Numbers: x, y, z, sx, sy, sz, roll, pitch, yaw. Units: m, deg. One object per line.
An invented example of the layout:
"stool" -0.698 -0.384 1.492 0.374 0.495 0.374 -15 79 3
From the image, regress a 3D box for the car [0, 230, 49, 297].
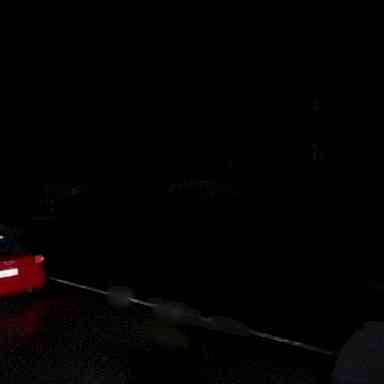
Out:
"car" -5.206 1.564 7.754 4.181 1.385 1.994 0 0 37

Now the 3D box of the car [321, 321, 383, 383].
"car" 3.167 1.601 1.721 4.718 1.301 1.895 0 0 36

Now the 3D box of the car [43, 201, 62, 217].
"car" -11.197 1.465 30.607 1.837 1.490 4.892 0 0 35
